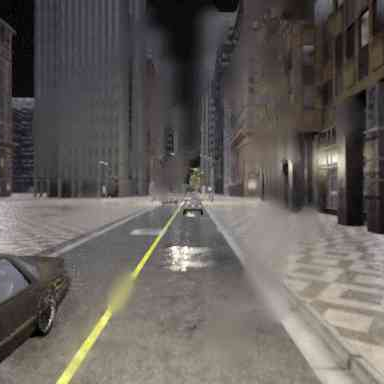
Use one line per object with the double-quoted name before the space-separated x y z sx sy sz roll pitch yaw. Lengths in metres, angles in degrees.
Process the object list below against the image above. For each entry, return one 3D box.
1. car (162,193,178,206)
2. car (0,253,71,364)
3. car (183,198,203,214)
"car" -3.007 0.891 46.103 2.097 1.767 4.553 0 0 0
"car" -3.101 1.509 3.763 2.033 1.411 5.357 0 1 0
"car" 0.095 1.264 31.333 2.033 1.411 5.357 0 0 0
